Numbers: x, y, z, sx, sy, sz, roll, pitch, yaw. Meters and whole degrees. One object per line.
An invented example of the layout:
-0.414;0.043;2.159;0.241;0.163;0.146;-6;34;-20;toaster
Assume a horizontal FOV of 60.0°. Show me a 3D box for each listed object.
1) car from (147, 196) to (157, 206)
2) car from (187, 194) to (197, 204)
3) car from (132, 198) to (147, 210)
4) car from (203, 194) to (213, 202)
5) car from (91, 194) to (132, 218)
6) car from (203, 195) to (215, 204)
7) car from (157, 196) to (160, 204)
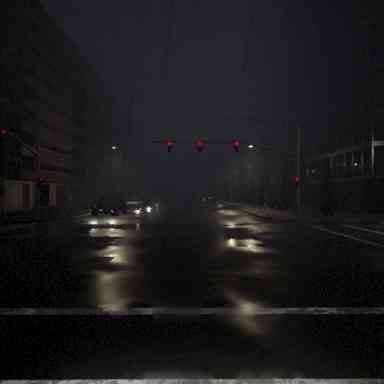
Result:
-7.331;1.601;53.526;1.895;1.301;4.718;0;0;1;car
-0.021;1.564;64.686;1.994;1.385;4.181;0;0;1;car
-7.444;1.526;43.110;1.812;1.442;4.674;0;0;1;car
3.485;1.355;74.641;2.097;1.767;4.553;0;0;1;car
-7.598;1.223;31.109;2.150;2.045;5.566;0;0;3;car
3.478;1.492;64.776;2.128;1.511;4.902;0;0;1;car
-7.180;1.526;63.880;1.812;1.442;4.674;0;0;1;car
